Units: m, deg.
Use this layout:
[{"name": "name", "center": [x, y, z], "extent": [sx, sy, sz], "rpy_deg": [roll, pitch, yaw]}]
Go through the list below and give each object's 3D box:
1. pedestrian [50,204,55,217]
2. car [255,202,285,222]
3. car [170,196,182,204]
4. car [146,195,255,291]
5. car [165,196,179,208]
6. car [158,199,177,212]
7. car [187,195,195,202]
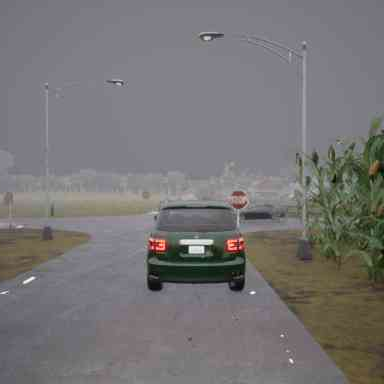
[{"name": "pedestrian", "center": [-12.236, 1.612, 29.176], "extent": [0.500, 1.100, 0.500], "rpy_deg": [0, 2, 0]}, {"name": "car", "center": [4.601, 1.496, 25.013], "extent": [4.902, 1.511, 2.128], "rpy_deg": [0, 2, -17]}, {"name": "car", "center": [-2.928, 1.557, 61.955], "extent": [1.994, 1.385, 4.181], "rpy_deg": [0, 0, 0]}, {"name": "car", "center": [0.087, 1.217, 9.161], "extent": [2.150, 2.045, 5.566], "rpy_deg": [0, 0, 0]}, {"name": "car", "center": [-2.929, 1.468, 50.280], "extent": [1.882, 1.535, 5.008], "rpy_deg": [0, 0, 0]}, {"name": "car", "center": [-2.921, 1.552, 39.842], "extent": [1.994, 1.385, 4.181], "rpy_deg": [0, 0, 0]}, {"name": "car", "center": [-0.151, 1.479, 80.826], "extent": [1.882, 1.535, 5.008], "rpy_deg": [0, 0, 0]}]
